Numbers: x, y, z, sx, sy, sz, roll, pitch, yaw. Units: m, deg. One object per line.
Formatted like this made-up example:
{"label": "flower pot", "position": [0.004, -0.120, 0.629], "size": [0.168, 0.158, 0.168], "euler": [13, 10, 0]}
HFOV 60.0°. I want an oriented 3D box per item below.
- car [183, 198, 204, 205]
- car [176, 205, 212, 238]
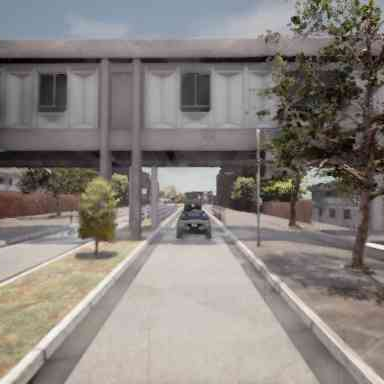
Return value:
{"label": "car", "position": [0.106, 1.791, 41.937], "size": [2.150, 2.045, 5.566], "euler": [0, -1, 0]}
{"label": "car", "position": [0.097, 1.670, 18.446], "size": [2.033, 1.411, 5.357], "euler": [0, -1, 0]}
